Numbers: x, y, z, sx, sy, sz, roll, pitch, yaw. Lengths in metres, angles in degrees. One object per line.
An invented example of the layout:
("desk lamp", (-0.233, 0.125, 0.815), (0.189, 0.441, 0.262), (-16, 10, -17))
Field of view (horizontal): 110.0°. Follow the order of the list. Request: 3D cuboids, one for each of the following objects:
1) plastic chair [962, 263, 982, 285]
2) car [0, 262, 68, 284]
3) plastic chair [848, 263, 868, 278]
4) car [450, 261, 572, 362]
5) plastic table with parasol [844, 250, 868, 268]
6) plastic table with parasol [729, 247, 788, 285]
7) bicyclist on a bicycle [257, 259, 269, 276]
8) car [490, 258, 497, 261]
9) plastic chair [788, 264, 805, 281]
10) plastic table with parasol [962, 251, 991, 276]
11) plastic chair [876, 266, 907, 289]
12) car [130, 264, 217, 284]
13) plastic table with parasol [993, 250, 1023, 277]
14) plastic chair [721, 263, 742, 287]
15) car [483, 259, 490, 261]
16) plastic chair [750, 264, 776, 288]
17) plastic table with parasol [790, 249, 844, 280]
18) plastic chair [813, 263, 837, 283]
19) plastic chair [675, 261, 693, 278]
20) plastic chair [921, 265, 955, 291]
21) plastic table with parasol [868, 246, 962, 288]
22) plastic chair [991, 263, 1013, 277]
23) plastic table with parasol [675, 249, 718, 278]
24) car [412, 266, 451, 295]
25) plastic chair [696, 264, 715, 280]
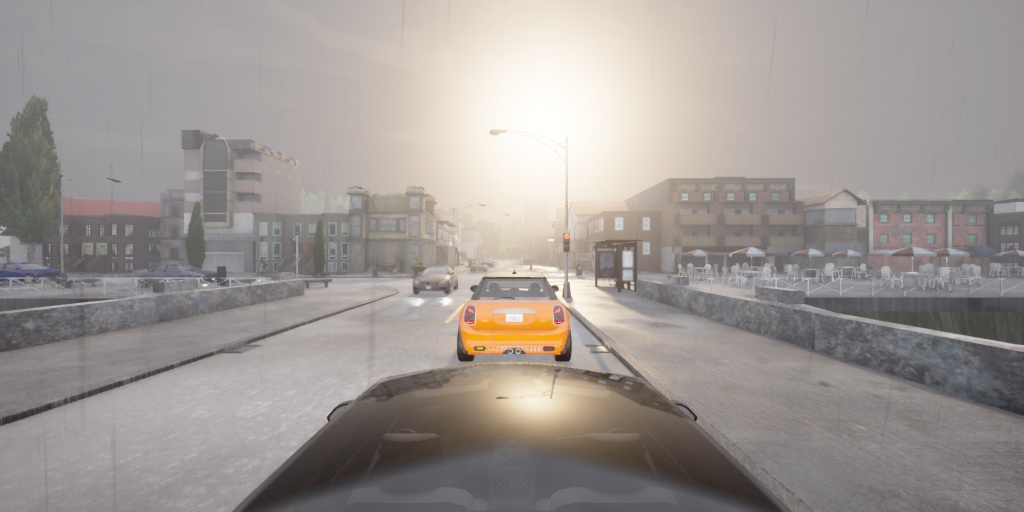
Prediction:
("plastic chair", (30.497, 1.279, 23.859), (0.750, 1.272, 0.730), (0, 0, 0))
("car", (-35.670, 1.228, 26.210), (5.008, 1.535, 1.882), (0, 0, 0))
("plastic chair", (29.897, 1.279, 30.859), (0.750, 1.272, 0.730), (0, 0, 0))
("car", (0.060, 1.102, 8.397), (2.097, 1.767, 4.553), (0, 0, 1))
("plastic table with parasol", (30.227, 0.675, 32.229), (2.482, 2.480, 2.482), (0, 0, 0))
("plastic table with parasol", (15.167, 0.675, 22.719), (2.482, 2.480, 2.482), (0, 0, 0))
("bicyclist on a bicycle", (-24.022, 1.099, 34.599), (0.582, 1.620, 1.656), (0, 0, 0))
("car", (-4.083, 1.227, 60.781), (1.882, 1.535, 5.008), (0, 0, 0))
("plastic chair", (21.697, 1.279, 27.559), (0.730, 1.272, 0.750), (0, 0, 0))
("plastic table with parasol", (30.507, 0.675, 25.139), (2.482, 2.480, 2.482), (0, 0, 0))
("plastic chair", (22.597, 1.279, 21.359), (0.730, 1.272, 0.750), (0, 0, 0))
("car", (-24.471, 1.297, 26.200), (5.357, 1.411, 2.033), (0, 0, 0))
("plastic table with parasol", (46.697, 0.675, 33.238), (2.482, 2.480, 2.482), (0, 0, 0))
("plastic chair", (13.897, 1.279, 22.859), (0.730, 1.272, 0.750), (0, 0, 0))
("car", (-4.104, 1.351, 44.468), (1.895, 1.301, 4.718), (0, 0, 0))
("plastic chair", (14.997, 1.279, 21.459), (0.750, 1.272, 0.730), (0, 0, 0))
("plastic table with parasol", (22.897, 0.675, 27.509), (2.482, 2.480, 2.482), (0, 0, 0))
("plastic chair", (22.797, 1.279, 26.159), (0.750, 1.272, 0.730), (0, 0, 0))
("plastic chair", (14.697, 1.279, 30.659), (0.730, 1.272, 0.750), (0, 0, 0))
("plastic chair", (23.697, 1.279, 19.959), (0.750, 1.272, 0.730), (0, 0, 0))
("plastic table with parasol", (23.797, 0.675, 21.309), (2.482, 2.480, 2.482), (0, 0, 0))
("plastic chair", (45.497, 1.279, 33.358), (0.730, 1.272, 0.750), (0, 0, 0))
("plastic table with parasol", (15.917, 0.675, 30.539), (2.482, 2.480, 2.482), (0, 0, 0))
("car", (-4.090, 1.276, 19.828), (1.812, 1.442, 4.674), (0, 0, 0))
("plastic chair", (15.797, 1.279, 29.259), (0.750, 1.272, 0.730), (0, 0, 0))
